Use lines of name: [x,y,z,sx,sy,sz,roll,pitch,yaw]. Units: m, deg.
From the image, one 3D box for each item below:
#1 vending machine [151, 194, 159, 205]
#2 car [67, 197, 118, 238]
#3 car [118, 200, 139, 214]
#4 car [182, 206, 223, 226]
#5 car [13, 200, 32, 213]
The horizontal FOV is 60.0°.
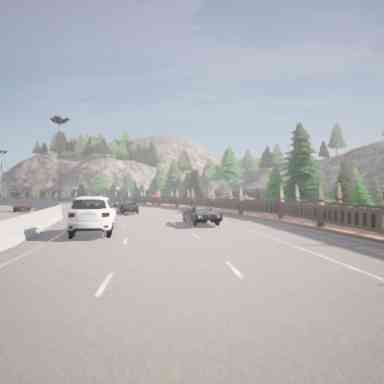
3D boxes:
vending machine: [-6.713,1.372,60.661,1.100,2.100,0.880,0,0,-33]
car: [-5.406,1.273,18.344,2.150,2.045,5.566,0,0,-11]
car: [-7.097,1.600,36.310,2.128,1.511,4.902,0,0,-21]
car: [0.596,1.634,23.550,1.895,1.301,4.718,0,0,-13]
car: [-20.494,1.691,40.264,1.882,1.535,5.008,0,0,-27]
